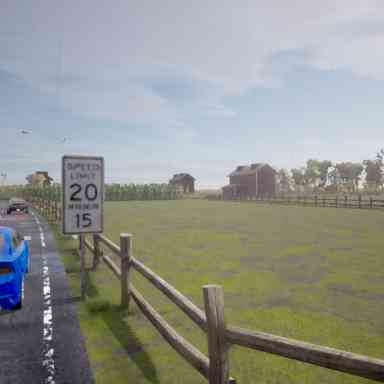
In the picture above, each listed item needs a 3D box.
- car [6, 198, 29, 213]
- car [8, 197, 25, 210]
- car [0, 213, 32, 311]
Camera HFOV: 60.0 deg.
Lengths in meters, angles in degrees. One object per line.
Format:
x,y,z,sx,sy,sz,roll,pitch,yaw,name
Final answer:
-18.395,1.508,35.178,1.837,1.490,4.892,0,0,-28,car
-23.341,1.505,44.069,1.837,1.490,4.892,0,0,-30,car
-4.719,1.479,7.375,1.882,1.535,5.008,0,0,-24,car
